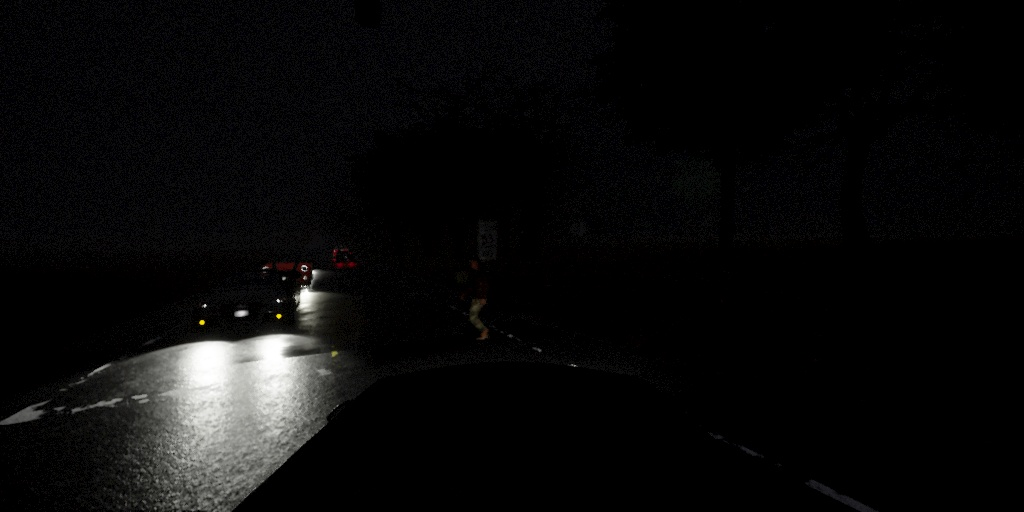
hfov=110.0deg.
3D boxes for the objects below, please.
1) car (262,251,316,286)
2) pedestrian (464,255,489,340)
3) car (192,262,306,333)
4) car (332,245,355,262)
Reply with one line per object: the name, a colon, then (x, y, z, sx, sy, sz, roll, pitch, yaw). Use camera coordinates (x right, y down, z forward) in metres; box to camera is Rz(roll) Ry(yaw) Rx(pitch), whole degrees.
car: (-11.665, 0.563, 18.744, 2.097, 1.767, 4.553, -1, 2, -27)
pedestrian: (-0.704, 0.855, 7.566, 0.375, 1.860, 0.375, -2, 4, -27)
car: (-7.095, 1.077, 9.973, 1.994, 1.385, 4.181, -1, 2, -27)
car: (-18.605, -0.135, 39.945, 2.128, 1.511, 4.902, -1, 3, -26)
